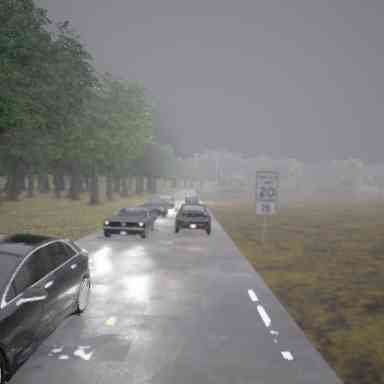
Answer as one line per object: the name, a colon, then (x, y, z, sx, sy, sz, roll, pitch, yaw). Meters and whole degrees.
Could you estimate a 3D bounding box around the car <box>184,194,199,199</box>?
car: (-0.009, 0.996, 45.920, 2.128, 1.511, 4.902, 2, 1, 0)

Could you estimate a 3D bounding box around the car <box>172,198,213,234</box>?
car: (0.065, 1.369, 18.548, 1.837, 1.490, 4.892, 2, 1, 0)

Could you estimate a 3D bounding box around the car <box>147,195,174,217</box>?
car: (-2.883, 1.180, 27.157, 2.033, 1.411, 5.357, 2, 1, 0)

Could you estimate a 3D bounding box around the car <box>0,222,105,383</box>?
car: (-2.824, 1.433, 4.583, 1.837, 1.490, 4.892, 2, 1, 0)

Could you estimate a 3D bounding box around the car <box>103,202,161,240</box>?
car: (-2.856, 1.376, 16.078, 1.895, 1.301, 4.718, 2, 1, 0)
